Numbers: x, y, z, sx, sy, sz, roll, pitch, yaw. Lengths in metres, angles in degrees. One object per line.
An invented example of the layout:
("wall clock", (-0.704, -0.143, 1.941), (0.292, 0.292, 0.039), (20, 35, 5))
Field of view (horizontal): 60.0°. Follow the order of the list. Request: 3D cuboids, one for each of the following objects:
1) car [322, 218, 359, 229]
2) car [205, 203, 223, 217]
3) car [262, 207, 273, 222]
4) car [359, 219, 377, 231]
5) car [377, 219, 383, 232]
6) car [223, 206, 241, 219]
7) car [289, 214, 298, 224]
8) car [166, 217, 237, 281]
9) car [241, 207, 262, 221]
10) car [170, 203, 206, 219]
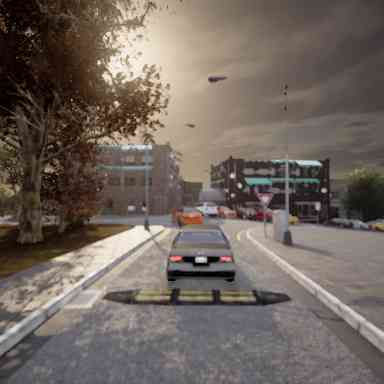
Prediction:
("car", (21.973, 4.656, 50.095), (2.002, 1.452, 4.674), (7, -4, -30))
("car", (1.366, 2.498, 46.120), (2.435, 2.045, 5.566), (1, -3, -31))
("car", (10.195, 3.210, 47.874), (2.435, 2.045, 5.566), (7, -4, -31))
("car", (24.937, 4.946, 50.645), (2.002, 1.452, 4.674), (7, -4, -30))
("car", (27.811, 5.193, 51.335), (1.946, 1.575, 5.366), (7, -4, -30))
("car", (4.239, 2.791, 46.744), (2.185, 1.767, 4.553), (4, -3, -32))
("car", (13.019, 3.748, 48.608), (1.946, 1.575, 5.366), (7, -4, -31))
("car", (0.267, 1.708, 10.305), (2.033, 1.411, 5.357), (0, -2, 1))
("car", (7.205, 3.042, 47.279), (2.185, 1.767, 4.553), (6, -4, -31))
("car", (-0.582, 2.126, 30.099), (2.097, 1.767, 4.553), (0, -2, -14))
